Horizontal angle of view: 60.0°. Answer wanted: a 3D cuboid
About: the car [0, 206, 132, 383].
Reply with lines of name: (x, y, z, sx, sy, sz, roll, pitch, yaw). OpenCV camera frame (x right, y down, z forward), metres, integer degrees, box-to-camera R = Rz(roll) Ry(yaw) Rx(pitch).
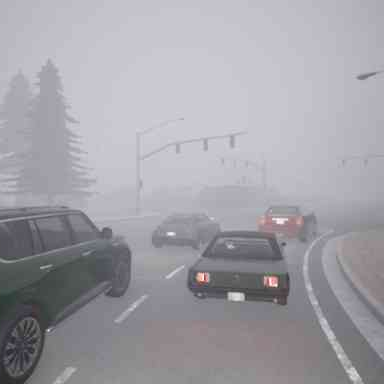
car: (-2.786, 1.226, 5.548, 2.150, 2.045, 5.566, 0, 0, 8)

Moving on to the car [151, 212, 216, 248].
car: (-0.104, 1.555, 14.503, 1.994, 1.385, 4.181, 0, 0, 20)

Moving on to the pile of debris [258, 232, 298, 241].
pile of debris: (4.210, 2.155, 16.171, 1.500, 0.140, 1.860, 0, 0, 29)

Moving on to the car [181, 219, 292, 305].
car: (1.336, 1.593, 8.142, 1.895, 1.301, 4.718, 0, 0, 14)

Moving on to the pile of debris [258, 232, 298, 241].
pile of debris: (4.210, 2.155, 16.171, 1.500, 0.140, 1.860, 0, 0, 29)

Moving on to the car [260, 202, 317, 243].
car: (4.830, 1.330, 16.411, 2.097, 1.767, 4.553, 0, 0, 28)
